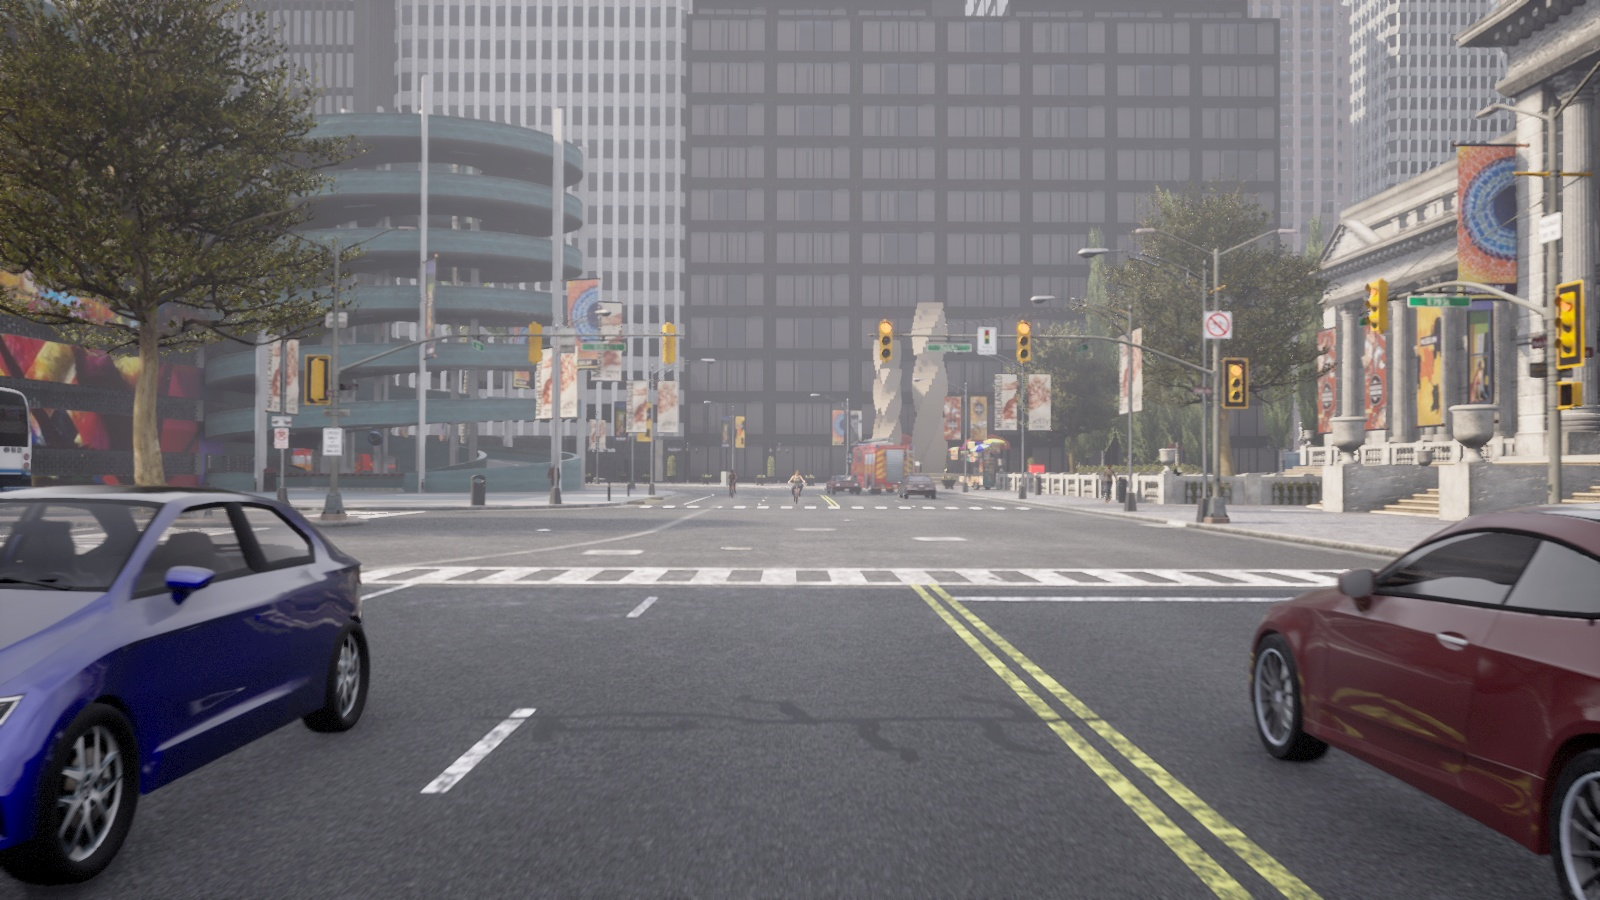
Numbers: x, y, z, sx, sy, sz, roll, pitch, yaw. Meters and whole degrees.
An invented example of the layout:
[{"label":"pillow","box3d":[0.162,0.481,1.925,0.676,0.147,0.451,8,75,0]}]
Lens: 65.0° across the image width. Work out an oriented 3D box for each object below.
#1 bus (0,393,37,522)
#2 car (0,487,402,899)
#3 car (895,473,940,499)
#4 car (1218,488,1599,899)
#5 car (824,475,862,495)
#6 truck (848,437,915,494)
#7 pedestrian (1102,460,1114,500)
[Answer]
[{"label":"bus","box3d":[-31.492,0.273,42.270,10.273,4.253,3.944,-1,-2,17]},{"label":"car","box3d":[-3.515,0.946,6.147,1.816,1.474,4.193,0,-1,0]},{"label":"car","box3d":[6.790,2.059,72.996,2.033,1.411,5.357,0,-1,0]},{"label":"car","box3d":[3.487,0.917,5.379,1.812,1.442,4.674,0,-1,0]},{"label":"car","box3d":[2.856,2.320,84.511,1.895,1.301,4.718,0,-1,-6]},{"label":"truck","box3d":[5.664,1.115,88.779,2.891,3.827,8.468,0,-1,-9]},{"label":"pedestrian","box3d":[14.097,1.377,57.401,0.328,1.805,0.869,0,-1,0]}]
